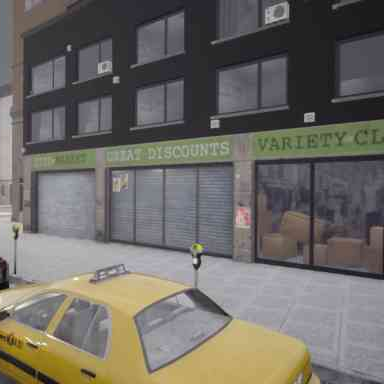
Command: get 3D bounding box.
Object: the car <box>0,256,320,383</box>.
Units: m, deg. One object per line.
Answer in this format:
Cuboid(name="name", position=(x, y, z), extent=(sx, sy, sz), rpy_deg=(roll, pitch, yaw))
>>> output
Cuboid(name="car", position=(-1.124, 1.525, 3.881), extent=(4.829, 1.417, 1.752), rpy_deg=(0, 1, 35))
